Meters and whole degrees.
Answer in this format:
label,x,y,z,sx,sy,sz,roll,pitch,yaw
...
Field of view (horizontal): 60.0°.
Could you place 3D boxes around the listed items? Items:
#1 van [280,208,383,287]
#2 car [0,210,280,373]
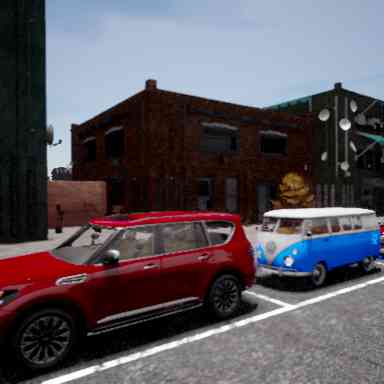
label,x,y,z,sx,sy,sz,roll,pitch,yaw
van,3.473,1.340,9.035,3.998,1.788,1.690,0,-1,-35
car,-1.046,1.315,5.817,5.009,1.841,2.192,0,-1,-35
